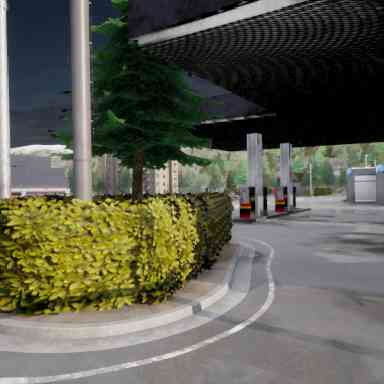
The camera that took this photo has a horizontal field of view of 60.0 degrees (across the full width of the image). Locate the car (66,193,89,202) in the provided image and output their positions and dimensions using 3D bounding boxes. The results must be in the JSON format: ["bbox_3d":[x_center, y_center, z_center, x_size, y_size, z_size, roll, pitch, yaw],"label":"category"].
[{"bbox_3d":[-22.897,1.103,66.486,4.605,1.855,1.932,-1,1,35],"label":"car"}]

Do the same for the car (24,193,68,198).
[{"bbox_3d":[-14.773,1.183,33.589,3.866,1.878,1.905,-1,1,35],"label":"car"}]

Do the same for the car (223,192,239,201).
[{"bbox_3d":[7.434,0.850,63.913,5.027,1.636,2.152,-1,1,35],"label":"car"}]

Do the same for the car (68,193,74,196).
[{"bbox_3d":[-24.243,1.124,63.877,3.866,1.878,1.905,-1,1,35],"label":"car"}]

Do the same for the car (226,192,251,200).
[{"bbox_3d":[9.206,0.812,66.502,4.514,1.523,2.007,-1,1,35],"label":"car"}]
